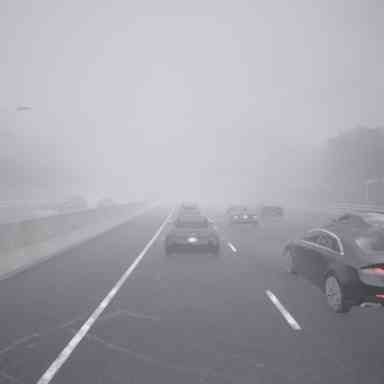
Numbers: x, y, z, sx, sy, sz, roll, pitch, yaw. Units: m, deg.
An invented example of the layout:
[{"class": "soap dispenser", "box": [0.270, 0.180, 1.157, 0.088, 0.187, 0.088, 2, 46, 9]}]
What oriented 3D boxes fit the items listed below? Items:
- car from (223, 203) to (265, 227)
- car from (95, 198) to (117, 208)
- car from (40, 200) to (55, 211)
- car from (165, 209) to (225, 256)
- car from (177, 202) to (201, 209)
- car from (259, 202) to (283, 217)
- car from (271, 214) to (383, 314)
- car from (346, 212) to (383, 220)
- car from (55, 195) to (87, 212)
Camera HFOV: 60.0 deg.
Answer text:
[{"class": "car", "box": [3.318, 1.628, 23.337, 2.033, 1.411, 5.357, 0, 0, -1]}, {"class": "car", "box": [-11.462, 1.538, 44.602, 2.097, 1.767, 4.553, 0, 0, -2]}, {"class": "car", "box": [-18.442, 1.751, 44.024, 1.994, 1.385, 4.181, 0, 0, -2]}, {"class": "car", "box": [-0.006, 1.596, 13.241, 1.994, 1.385, 4.181, 0, 0, 0]}, {"class": "car", "box": [-0.272, 1.596, 28.162, 2.128, 1.511, 4.902, 0, 0, -1]}, {"class": "car", "box": [6.693, 1.588, 29.813, 1.882, 1.535, 5.008, 0, 0, -1]}, {"class": "car", "box": [3.526, 1.502, 7.602, 2.128, 1.511, 4.902, 0, 0, 0]}, {"class": "car", "box": [6.991, 1.558, 13.790, 1.812, 1.442, 4.674, 0, 0, 0]}, {"class": "car", "box": [-14.870, 1.397, 41.931, 2.150, 2.045, 5.566, 0, 0, -2]}]
